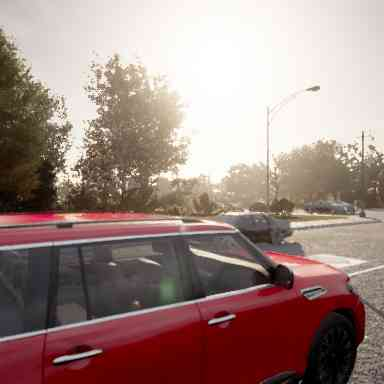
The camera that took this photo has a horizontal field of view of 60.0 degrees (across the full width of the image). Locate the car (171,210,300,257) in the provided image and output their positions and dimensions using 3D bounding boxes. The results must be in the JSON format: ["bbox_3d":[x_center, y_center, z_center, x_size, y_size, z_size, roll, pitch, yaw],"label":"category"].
[{"bbox_3d":[1.957,1.559,13.927,5.357,1.411,2.033,0,0,-35],"label":"car"}]

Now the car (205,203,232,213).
[{"bbox_3d":[4.161,2.540,53.240,1.837,1.490,4.892,0,-3,-32],"label":"car"}]

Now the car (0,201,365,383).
[{"bbox_3d":[-0.465,1.221,3.424,5.566,2.045,2.150,0,0,-37],"label":"car"}]

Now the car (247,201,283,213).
[{"bbox_3d":[9.663,2.026,44.415,1.837,1.490,4.892,0,-3,-32],"label":"car"}]

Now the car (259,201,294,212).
[{"bbox_3d":[11.968,2.091,47.337,1.837,1.490,4.892,0,-3,-32],"label":"car"}]

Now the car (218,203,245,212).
[{"bbox_3d":[6.583,2.606,55.972,1.837,1.490,4.892,0,-3,-32],"label":"car"}]

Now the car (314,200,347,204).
[{"bbox_3d":[14.624,1.707,36.479,2.128,1.511,4.902,0,-1,-32],"label":"car"}]
